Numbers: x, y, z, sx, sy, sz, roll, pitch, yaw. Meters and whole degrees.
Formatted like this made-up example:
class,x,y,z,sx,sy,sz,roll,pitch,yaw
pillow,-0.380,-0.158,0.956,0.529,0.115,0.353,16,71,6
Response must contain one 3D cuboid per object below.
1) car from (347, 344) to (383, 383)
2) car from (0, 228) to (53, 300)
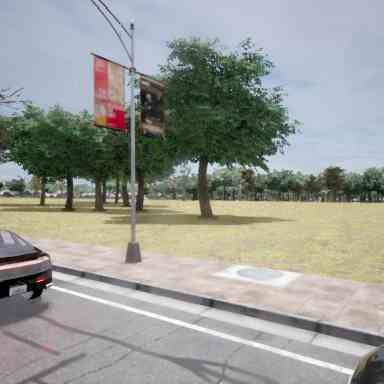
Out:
class,x,y,z,sx,sy,sz,roll,pitch,yaw
car,3.267,1.493,1.346,4.902,1.511,2.128,0,0,36
car,-5.009,1.515,7.229,4.902,1.511,2.128,0,0,36
